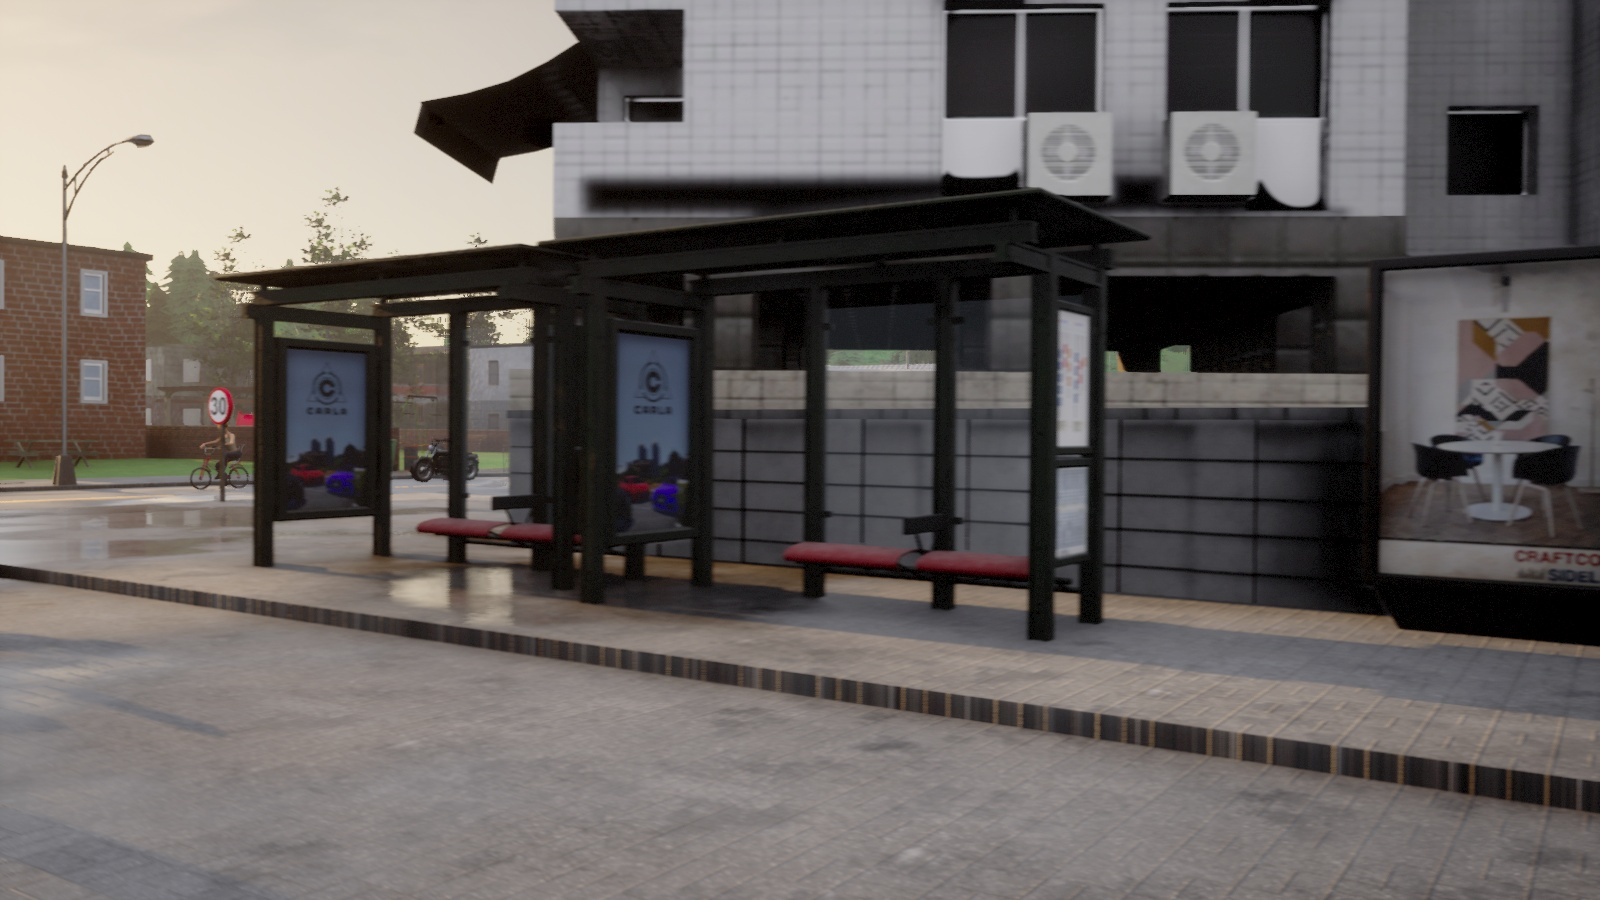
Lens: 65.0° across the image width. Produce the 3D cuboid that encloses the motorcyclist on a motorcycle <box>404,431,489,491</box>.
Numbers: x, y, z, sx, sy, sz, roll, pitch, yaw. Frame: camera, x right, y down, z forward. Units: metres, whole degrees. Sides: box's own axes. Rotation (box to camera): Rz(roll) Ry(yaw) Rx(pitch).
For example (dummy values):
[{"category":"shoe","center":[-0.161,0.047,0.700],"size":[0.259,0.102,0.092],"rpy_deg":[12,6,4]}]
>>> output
[{"category":"motorcyclist on a motorcycle","center":[-10.002,0.286,35.618],"size":[0.766,1.649,2.350],"rpy_deg":[0,1,34]}]

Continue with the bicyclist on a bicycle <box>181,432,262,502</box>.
[{"category":"bicyclist on a bicycle","center":[-13.771,0.384,29.923],"size":[0.866,1.612,1.509],"rpy_deg":[0,1,34]}]
